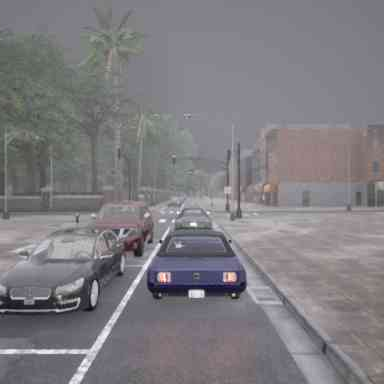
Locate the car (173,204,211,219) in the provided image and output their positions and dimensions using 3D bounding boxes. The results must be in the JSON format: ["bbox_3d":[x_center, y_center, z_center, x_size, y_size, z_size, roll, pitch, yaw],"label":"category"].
[{"bbox_3d":[0.065,1.564,18.415,1.994,1.385,4.181,0,0,0],"label":"car"}]

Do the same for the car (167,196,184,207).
[{"bbox_3d":[-2.724,1.517,51.201,1.967,1.590,4.097,0,0,0],"label":"car"}]

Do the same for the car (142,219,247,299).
[{"bbox_3d":[0.086,1.597,8.373,1.895,1.301,4.718,0,0,0],"label":"car"}]

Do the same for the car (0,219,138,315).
[{"bbox_3d":[-2.650,1.547,7.589,2.008,1.369,4.403,0,0,0],"label":"car"}]

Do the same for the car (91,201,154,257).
[{"bbox_3d":[-2.660,1.312,13.052,2.192,1.841,5.009,0,0,0],"label":"car"}]
